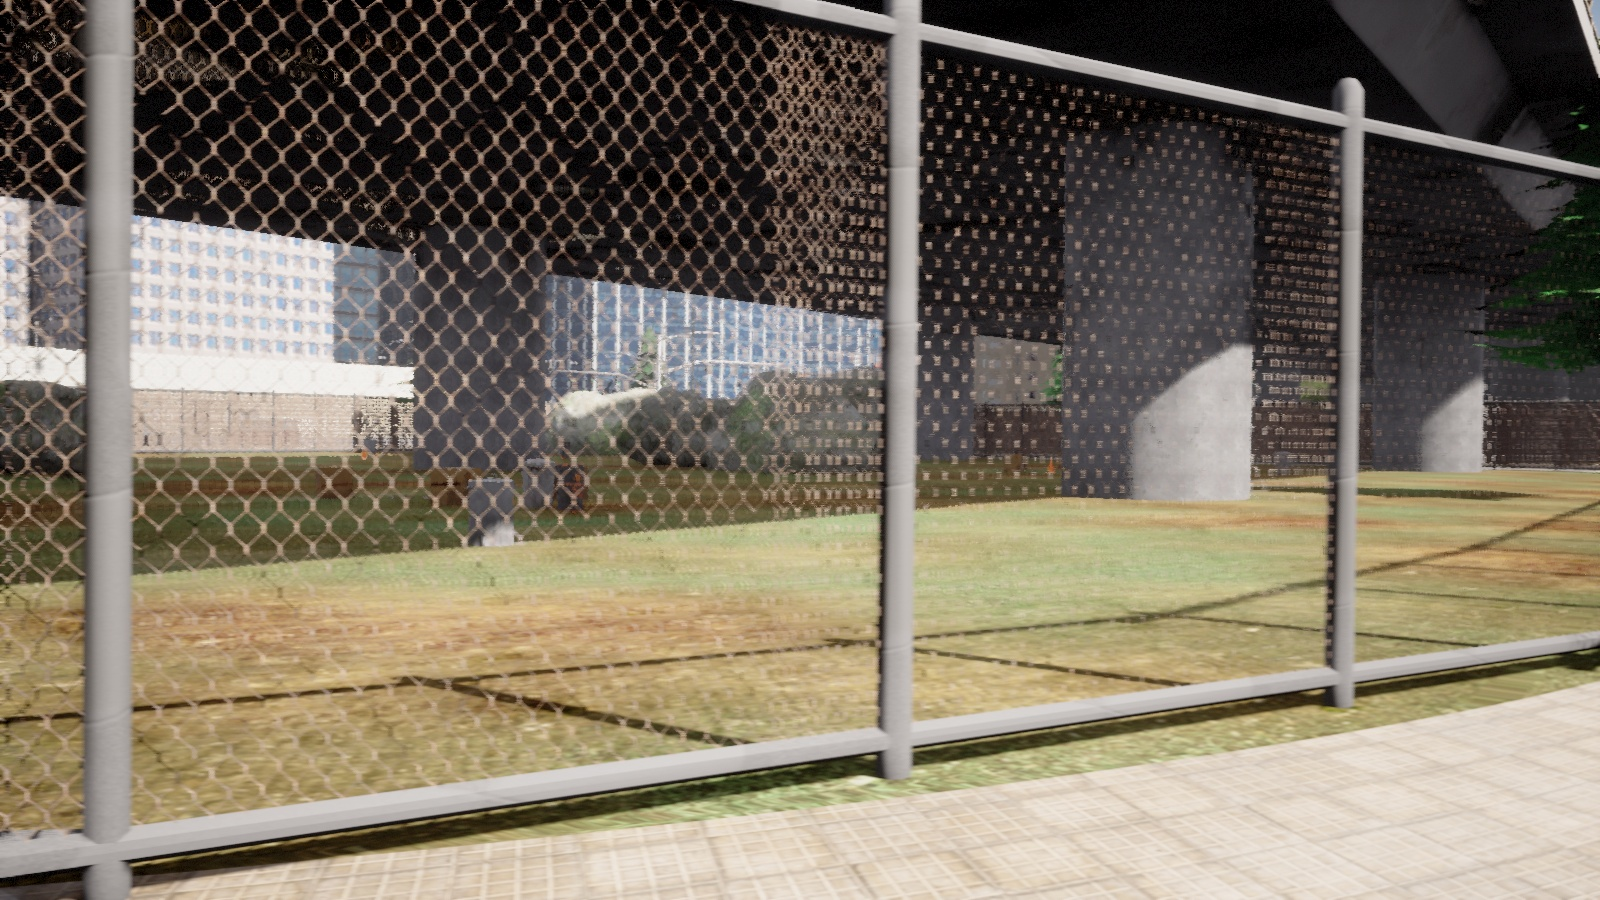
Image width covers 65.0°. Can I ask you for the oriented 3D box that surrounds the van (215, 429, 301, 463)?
[{"bbox_3d":[-32.610,-0.249,75.620,1.775,1.987,4.442,0,1,37],"label":"van"}]
